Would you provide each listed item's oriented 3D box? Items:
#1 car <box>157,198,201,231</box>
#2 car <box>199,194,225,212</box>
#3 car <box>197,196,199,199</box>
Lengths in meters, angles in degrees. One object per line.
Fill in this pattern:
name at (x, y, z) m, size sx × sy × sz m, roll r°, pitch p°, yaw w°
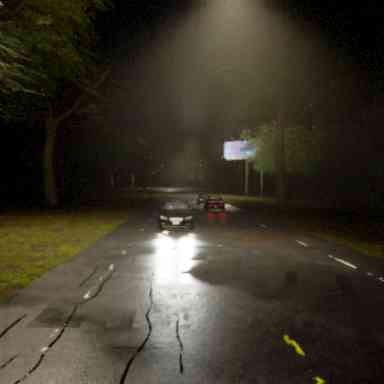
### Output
car at (-0.875, 1.224, 18.722) m, size 2.128 × 1.511 × 4.902 m, roll 1°, pitch 1°, yaw -2°
car at (2.114, 1.060, 32.567) m, size 2.128 × 1.511 × 4.902 m, roll 1°, pitch 1°, yaw -2°
car at (1.605, 0.906, 42.823) m, size 2.033 × 1.411 × 5.357 m, roll 1°, pitch 1°, yaw -2°
